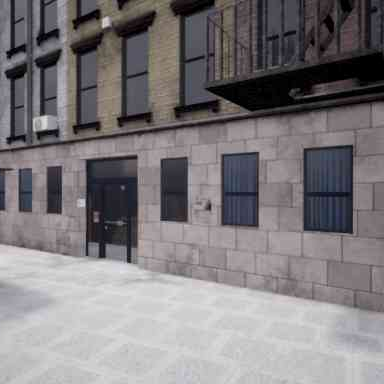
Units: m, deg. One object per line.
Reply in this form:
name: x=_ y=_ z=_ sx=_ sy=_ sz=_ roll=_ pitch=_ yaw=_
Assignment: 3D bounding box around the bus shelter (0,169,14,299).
bus shelter: x=-6.019 y=0.875 z=7.573 sx=3.880 sy=2.740 sz=1.920 roll=0 pitch=0 yaw=35
